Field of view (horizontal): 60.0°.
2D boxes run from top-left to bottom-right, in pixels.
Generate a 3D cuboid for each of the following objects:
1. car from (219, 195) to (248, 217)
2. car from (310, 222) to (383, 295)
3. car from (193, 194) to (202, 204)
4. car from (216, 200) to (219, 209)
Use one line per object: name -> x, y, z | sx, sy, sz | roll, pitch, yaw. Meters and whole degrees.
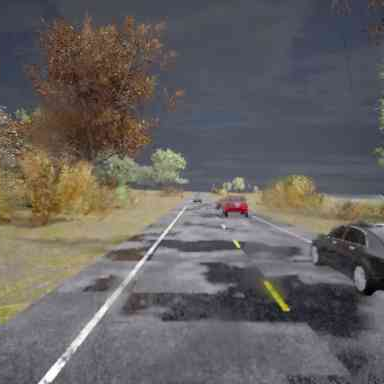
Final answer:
car -> 4.079, 1.280, 32.044 | 2.150, 2.045, 5.566 | 1, 0, 1
car -> 4.672, 1.558, 8.822 | 1.837, 1.490, 4.892 | 1, 0, 1
car -> 1.085, 1.575, 64.872 | 2.033, 1.411, 5.357 | 1, 0, 1
car -> 4.254, 1.586, 45.018 | 1.812, 1.442, 4.674 | 1, 0, 1
